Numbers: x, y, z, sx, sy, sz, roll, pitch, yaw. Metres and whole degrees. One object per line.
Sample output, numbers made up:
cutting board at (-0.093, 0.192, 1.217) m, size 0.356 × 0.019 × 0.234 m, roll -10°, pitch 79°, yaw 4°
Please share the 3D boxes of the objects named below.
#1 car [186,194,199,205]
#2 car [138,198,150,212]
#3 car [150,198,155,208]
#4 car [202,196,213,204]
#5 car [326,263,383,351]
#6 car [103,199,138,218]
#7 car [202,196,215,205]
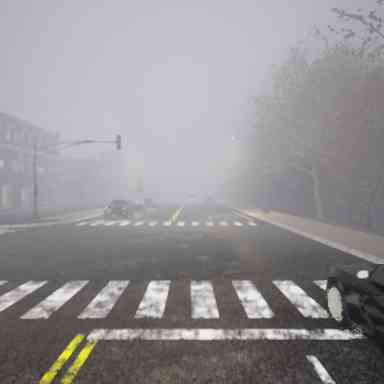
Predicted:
car at (0.107, 1.357, 62.033) m, size 2.150 × 2.045 × 5.566 m, roll 0°, pitch 0°, yaw 0°
car at (-6.593, 1.689, 39.617) m, size 1.895 × 1.301 × 4.718 m, roll 0°, pitch 0°, yaw 0°
car at (-6.577, 1.614, 49.687) m, size 1.837 × 1.490 × 4.892 m, roll 0°, pitch 0°, yaw 0°
car at (3.260, 1.681, 72.555) m, size 2.128 × 1.511 × 4.902 m, roll 0°, pitch 0°, yaw 0°
car at (3.354, 1.488, 4.049) m, size 1.882 × 1.535 × 5.008 m, roll 0°, pitch 0°, yaw 0°
car at (-6.595, 1.421, 30.460) m, size 2.097 × 1.767 × 4.553 m, roll 0°, pitch 0°, yaw 0°
car at (3.361, 1.641, 62.366) m, size 1.837 × 1.490 × 4.892 m, roll 0°, pitch 0°, yaw 0°
